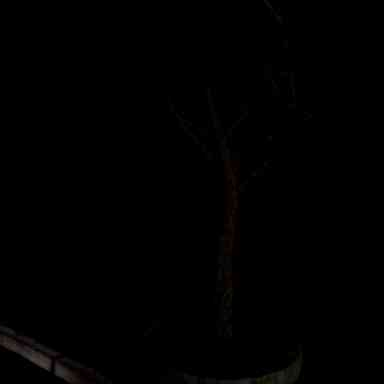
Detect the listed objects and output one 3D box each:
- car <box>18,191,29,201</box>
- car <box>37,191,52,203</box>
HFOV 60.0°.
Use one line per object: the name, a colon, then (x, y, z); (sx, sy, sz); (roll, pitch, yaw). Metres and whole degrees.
car: (-20.051, 0.922, 40.744); (2.150, 2.045, 5.566); (1, 0, 32)
car: (-15.802, 0.953, 40.533); (2.150, 2.045, 5.566); (1, 0, 33)
